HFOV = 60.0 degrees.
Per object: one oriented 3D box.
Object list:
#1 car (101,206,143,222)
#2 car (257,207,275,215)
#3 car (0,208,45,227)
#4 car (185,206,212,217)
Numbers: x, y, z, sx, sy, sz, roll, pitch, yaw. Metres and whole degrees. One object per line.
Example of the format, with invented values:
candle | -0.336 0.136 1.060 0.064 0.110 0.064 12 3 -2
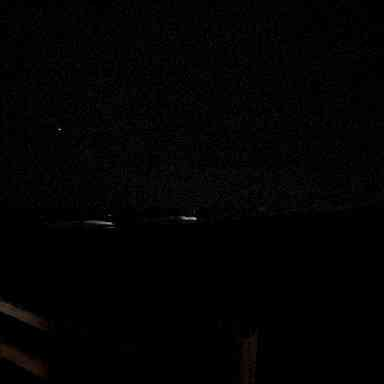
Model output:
car | -7.226 2.232 34.720 1.837 1.490 4.892 3 0 35
car | 12.705 3.241 57.417 1.812 1.442 4.674 3 0 36
car | -14.032 1.910 25.241 2.033 1.411 5.357 3 0 36
car | 0.983 2.654 46.107 1.837 1.490 4.892 3 0 36
